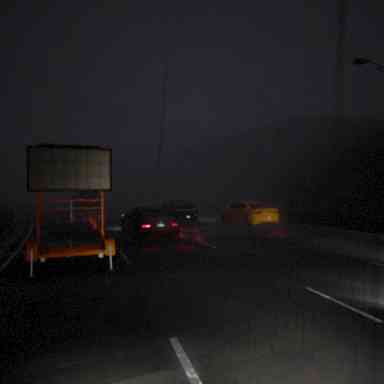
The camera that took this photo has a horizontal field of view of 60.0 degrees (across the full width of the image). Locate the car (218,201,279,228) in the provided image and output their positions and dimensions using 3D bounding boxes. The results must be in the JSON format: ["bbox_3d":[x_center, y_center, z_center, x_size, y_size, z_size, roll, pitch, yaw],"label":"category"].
[{"bbox_3d":[3.358,1.273,20.782,1.882,1.535,5.008,0,1,-22],"label":"car"}]

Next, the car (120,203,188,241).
[{"bbox_3d":[-2.184,1.397,15.982,2.033,1.411,5.357,0,1,-21],"label":"car"}]

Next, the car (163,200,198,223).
[{"bbox_3d":[-1.199,1.277,22.575,2.128,1.511,4.902,0,1,-23],"label":"car"}]

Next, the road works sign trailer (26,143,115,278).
[{"bbox_3d":[-3.683,0.372,10.139,2.380,3.560,2.880,0,1,-21],"label":"road works sign trailer"}]

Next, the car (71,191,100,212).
[{"bbox_3d":[-11.032,0.911,34.173,2.150,2.045,5.566,0,0,-29],"label":"car"}]
